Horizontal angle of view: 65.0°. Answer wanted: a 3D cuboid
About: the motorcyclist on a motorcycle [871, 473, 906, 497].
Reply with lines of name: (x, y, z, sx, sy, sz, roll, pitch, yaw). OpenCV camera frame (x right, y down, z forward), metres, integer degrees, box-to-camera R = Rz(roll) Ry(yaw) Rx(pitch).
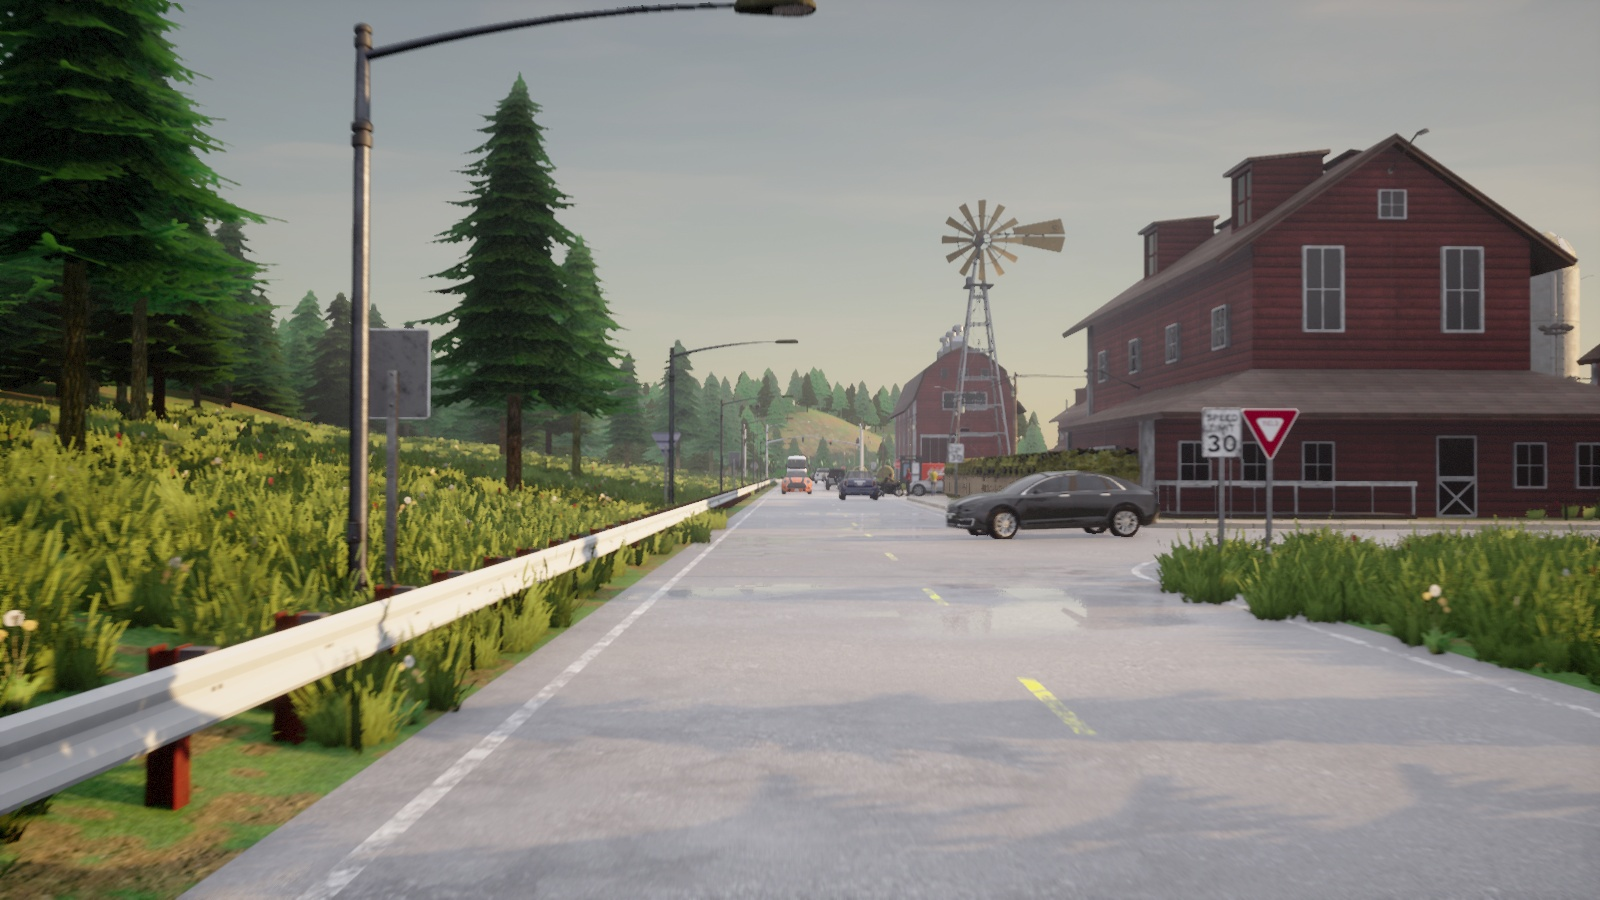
motorcyclist on a motorcycle: (5.544, 2.179, 78.723, 2.044, 1.523, 0.797, -1, -1, 22)

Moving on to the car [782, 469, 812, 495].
car: (-0.215, 2.259, 88.855, 2.097, 1.767, 4.553, 0, -1, 0)

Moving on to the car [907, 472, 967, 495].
car: (8.998, 2.210, 82.193, 3.806, 1.475, 1.970, 0, -1, 10)

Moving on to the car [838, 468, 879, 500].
car: (3.325, 1.943, 71.907, 2.097, 1.767, 4.553, 0, -1, 0)

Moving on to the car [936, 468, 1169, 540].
car: (5.762, 1.215, 28.890, 4.892, 1.490, 1.837, -1, -1, -11)
